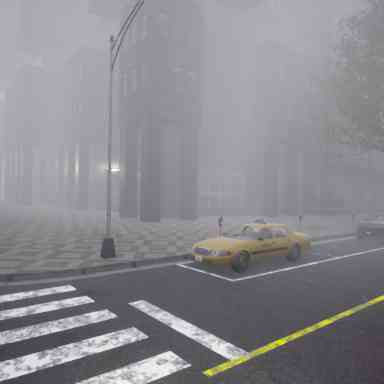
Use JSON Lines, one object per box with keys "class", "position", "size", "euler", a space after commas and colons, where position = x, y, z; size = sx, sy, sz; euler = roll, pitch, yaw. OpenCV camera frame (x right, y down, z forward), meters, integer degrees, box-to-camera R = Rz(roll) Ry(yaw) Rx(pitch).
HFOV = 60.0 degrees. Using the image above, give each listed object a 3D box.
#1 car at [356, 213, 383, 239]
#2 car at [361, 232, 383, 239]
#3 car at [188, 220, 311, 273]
{"class": "car", "position": [10.472, 1.808, 17.832], "size": [4.507, 1.381, 1.887], "euler": [1, 0, -39]}
{"class": "car", "position": [5.595, 1.603, 6.552], "size": [4.902, 1.511, 2.128], "euler": [1, -1, -39]}
{"class": "car", "position": [2.075, 1.632, 11.121], "size": [4.829, 1.417, 1.752], "euler": [1, 0, -39]}
